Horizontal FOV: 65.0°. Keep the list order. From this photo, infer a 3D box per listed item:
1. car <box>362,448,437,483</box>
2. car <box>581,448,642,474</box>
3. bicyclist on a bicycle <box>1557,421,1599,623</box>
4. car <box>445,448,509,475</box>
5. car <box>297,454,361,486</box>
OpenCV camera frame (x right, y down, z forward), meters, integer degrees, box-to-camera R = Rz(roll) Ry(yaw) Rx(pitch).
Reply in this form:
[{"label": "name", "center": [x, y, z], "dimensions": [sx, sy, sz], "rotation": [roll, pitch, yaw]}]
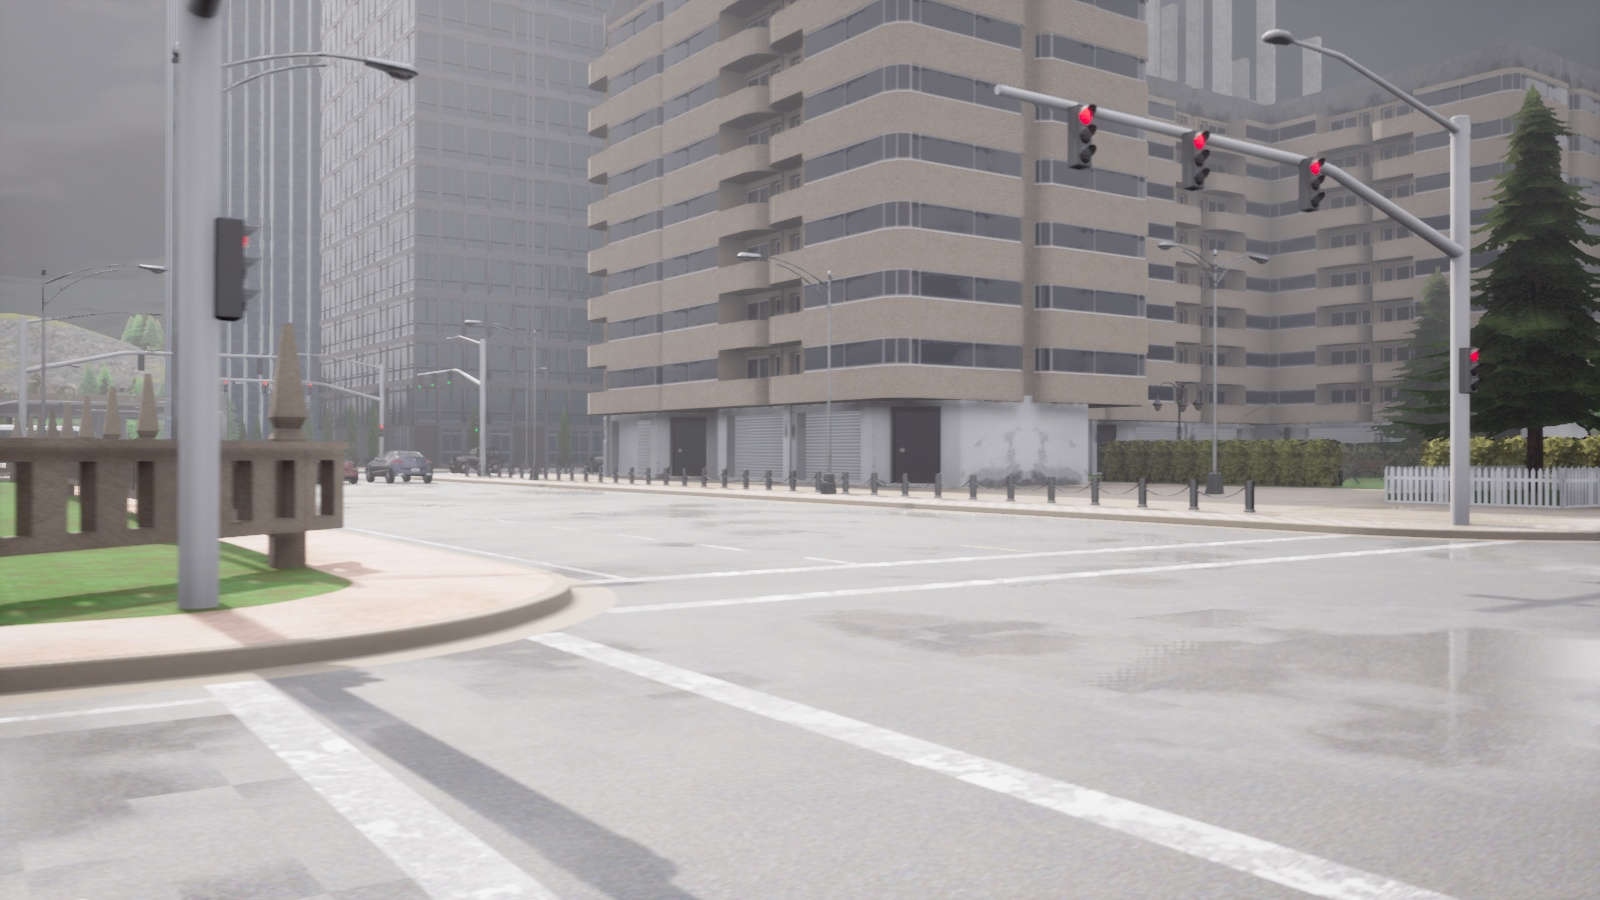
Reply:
[{"label": "car", "center": [-19.858, 0.744, 62.179], "dimensions": [2.152, 1.651, 5.027], "rotation": [0, 0, -35]}, {"label": "car", "center": [-13.524, 0.770, 90.111], "dimensions": [3.866, 1.878, 1.905], "rotation": [0, 0, -34]}, {"label": "bicyclist on a bicycle", "center": [7.347, 0.629, 10.835], "dimensions": [0.659, 1.776, 1.843], "rotation": [-1, 0, 7]}, {"label": "car", "center": [-22.658, 0.785, 88.123], "dimensions": [3.866, 1.878, 1.905], "rotation": [0, 0, -34]}, {"label": "car", "center": [-22.415, 0.930, 59.723], "dimensions": [1.970, 1.475, 3.806], "rotation": [0, 0, -34]}]
